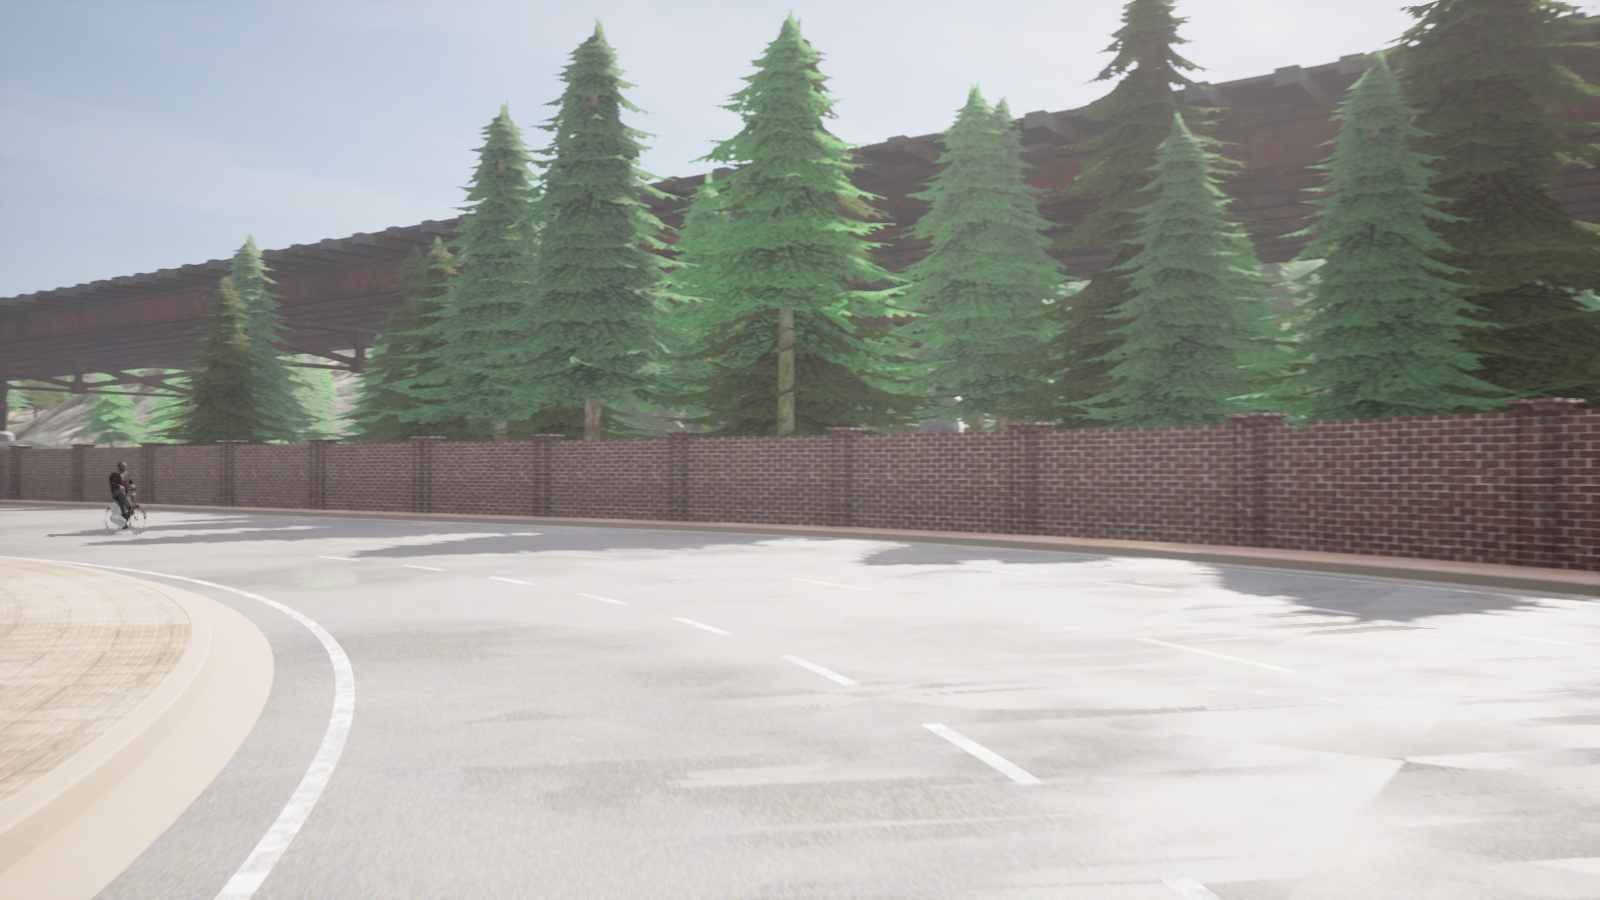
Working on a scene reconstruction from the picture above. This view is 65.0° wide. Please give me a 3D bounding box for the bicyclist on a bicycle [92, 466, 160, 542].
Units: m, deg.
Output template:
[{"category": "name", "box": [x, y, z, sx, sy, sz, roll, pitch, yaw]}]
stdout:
[{"category": "bicyclist on a bicycle", "box": [-16.166, 1.278, 30.087, 1.843, 1.776, 0.659, -1, -1, 34]}]
